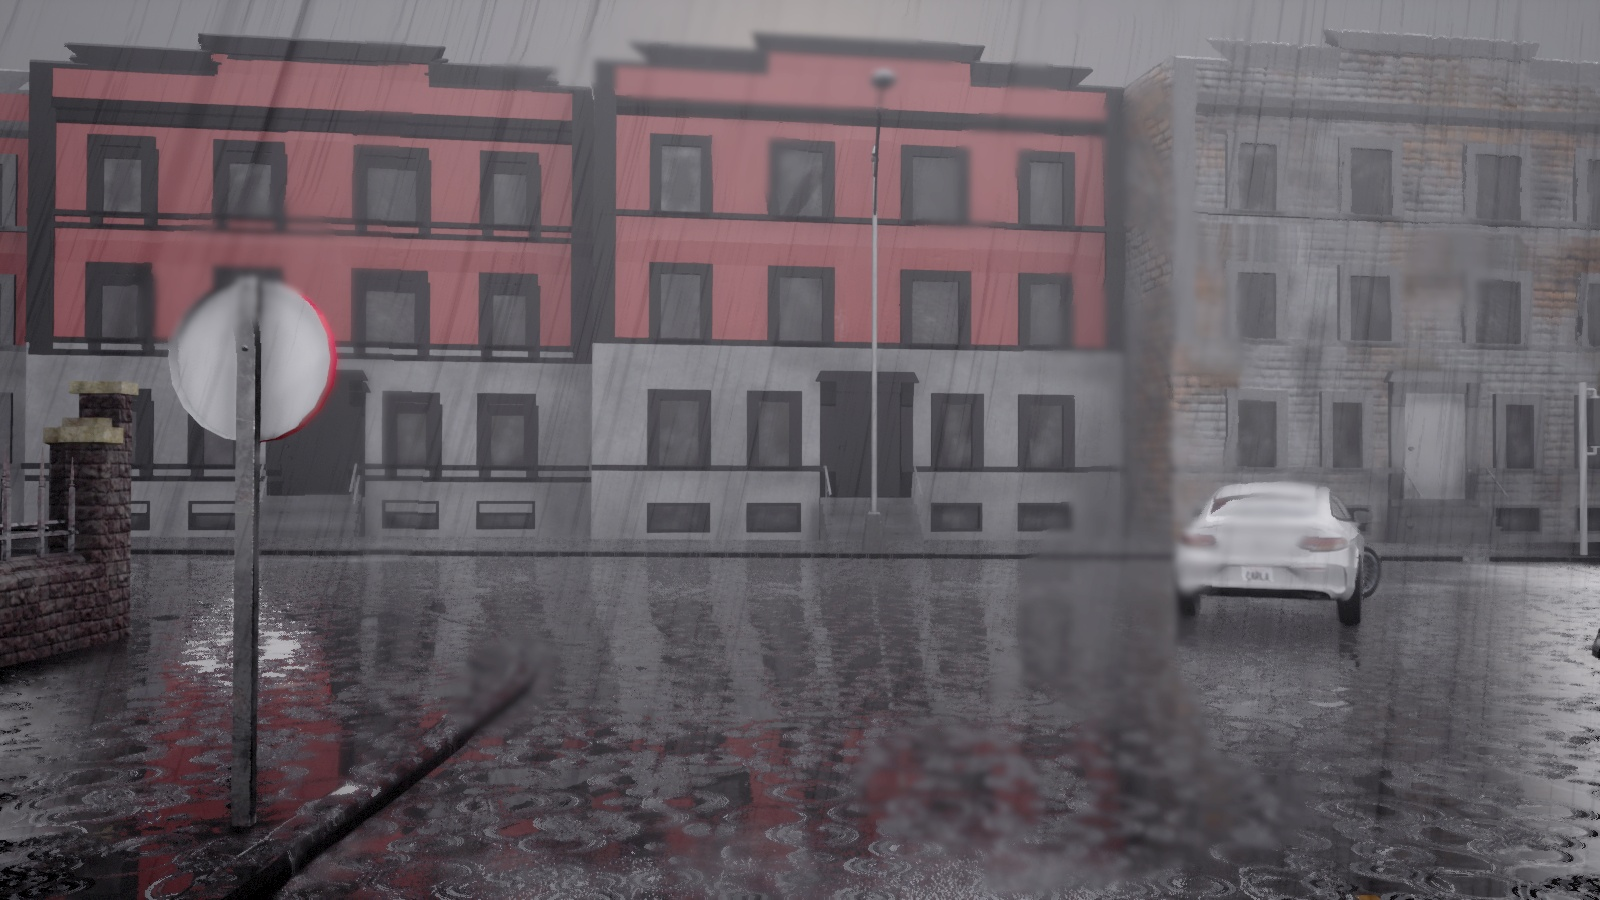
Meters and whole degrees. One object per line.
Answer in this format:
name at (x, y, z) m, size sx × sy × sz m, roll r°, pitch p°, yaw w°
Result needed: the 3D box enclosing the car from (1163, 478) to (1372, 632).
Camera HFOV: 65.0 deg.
car at (5.541, 1.061, 14.504) m, size 1.812 × 1.442 × 4.674 m, roll -1°, pitch -1°, yaw 26°
